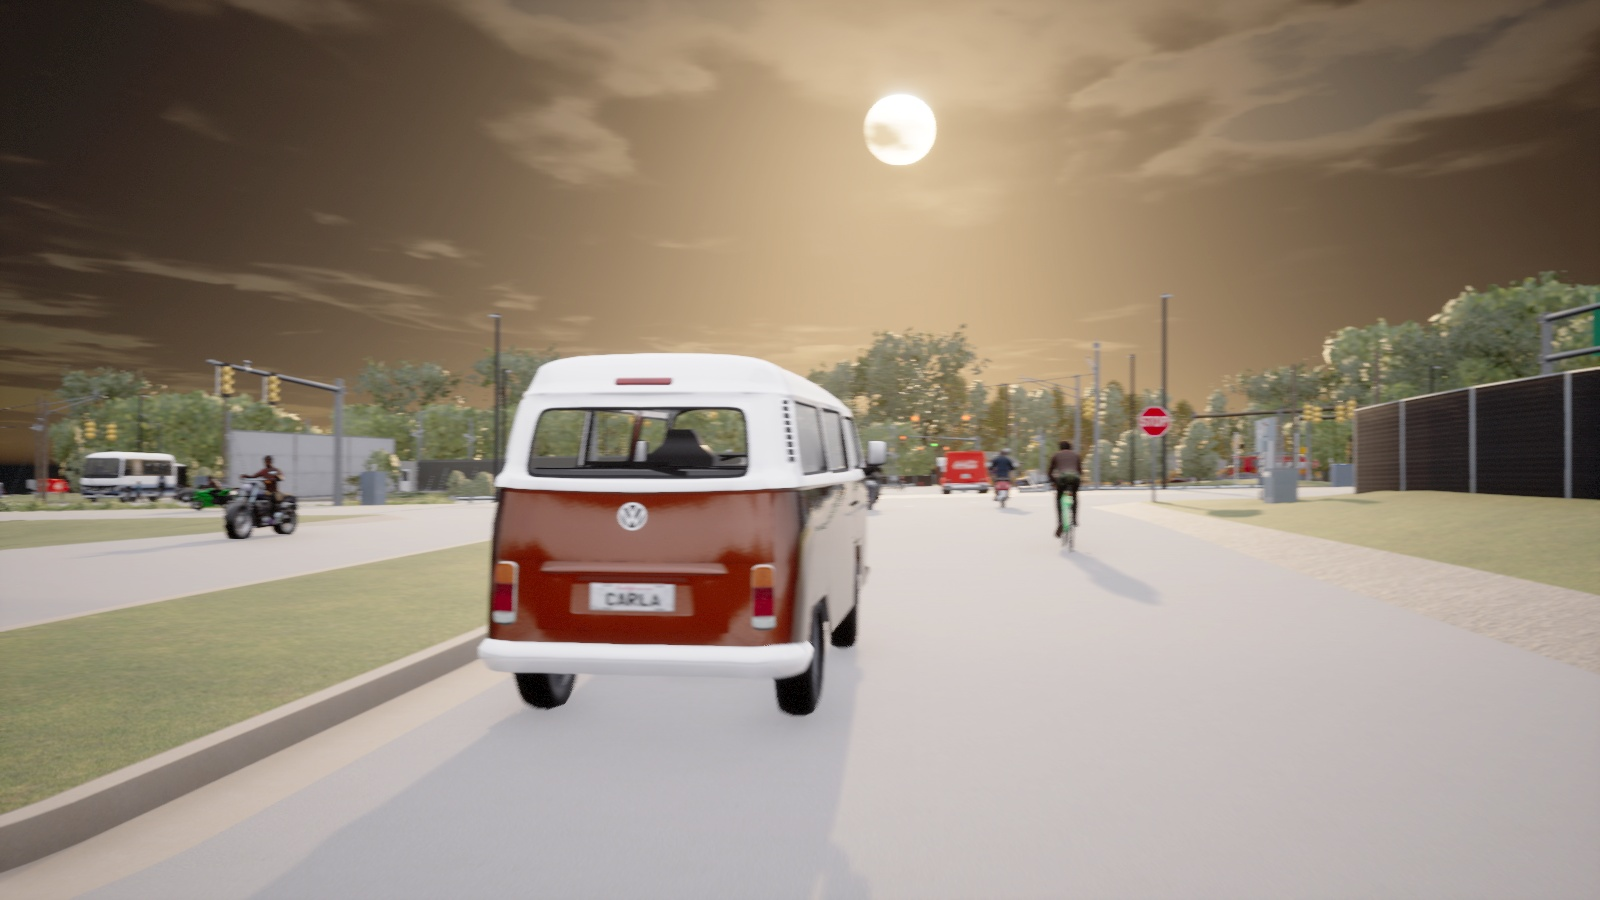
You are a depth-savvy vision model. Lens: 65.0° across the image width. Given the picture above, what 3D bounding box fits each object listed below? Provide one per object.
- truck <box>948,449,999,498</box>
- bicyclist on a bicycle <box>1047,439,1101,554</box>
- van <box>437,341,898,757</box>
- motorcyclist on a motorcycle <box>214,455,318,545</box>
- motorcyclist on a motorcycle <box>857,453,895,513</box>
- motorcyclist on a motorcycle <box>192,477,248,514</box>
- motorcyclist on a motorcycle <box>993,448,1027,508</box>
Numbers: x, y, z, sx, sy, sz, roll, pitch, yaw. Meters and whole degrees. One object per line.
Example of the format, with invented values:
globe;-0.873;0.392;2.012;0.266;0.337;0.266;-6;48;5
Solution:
truck;9.447;1.349;68.826;2.627;2.467;5.204;-2;-3;7
bicyclist on a bicycle;4.021;0.652;18.520;0.582;1.620;1.656;0;0;6
van;-0.520;0.485;8.517;2.069;2.038;4.480;0;0;8
motorcyclist on a motorcycle;-10.294;0.943;24.319;0.766;1.649;2.350;-1;-1;7
motorcyclist on a motorcycle;2.039;0.878;33.328;0.866;1.530;2.191;-1;-1;6
motorcyclist on a motorcycle;-24.791;1.953;53.688;2.044;1.523;0.797;-1;-1;6
motorcyclist on a motorcycle;5.719;0.758;34.306;0.866;1.590;1.817;0;-1;8
